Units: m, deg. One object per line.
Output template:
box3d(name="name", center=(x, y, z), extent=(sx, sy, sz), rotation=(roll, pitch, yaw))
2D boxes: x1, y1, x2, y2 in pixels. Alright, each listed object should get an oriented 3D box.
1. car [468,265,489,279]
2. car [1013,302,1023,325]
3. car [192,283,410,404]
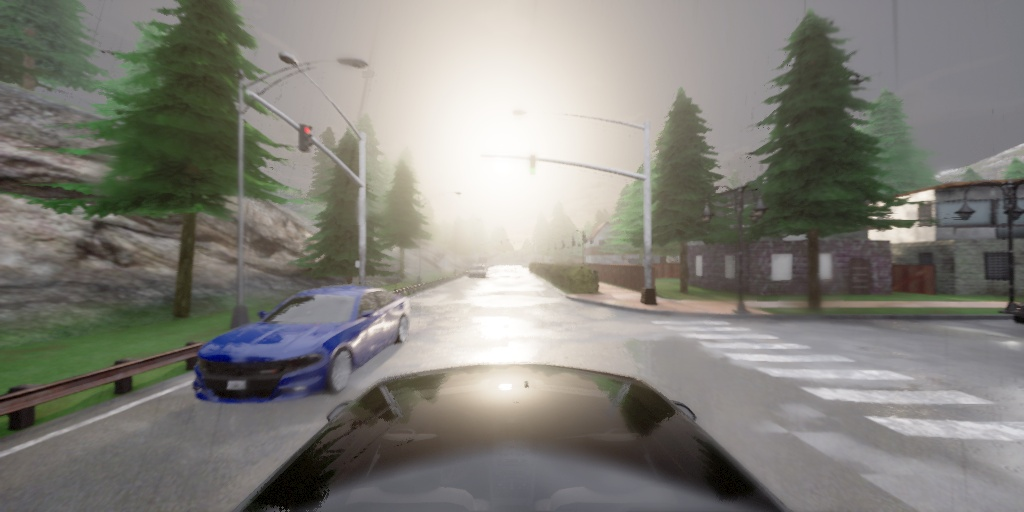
box3d(name="car", center=(-3.503, 1.718, 37.991), extent=(1.837, 1.490, 4.892), rotation=(0, 1, 0))
box3d(name="car", center=(16.578, 1.401, 9.399), extent=(4.892, 1.490, 1.837), rotation=(0, -1, 5))
box3d(name="car", center=(-3.498, 1.365, 7.055), extent=(1.882, 1.535, 5.008), rotation=(0, 0, 0))
